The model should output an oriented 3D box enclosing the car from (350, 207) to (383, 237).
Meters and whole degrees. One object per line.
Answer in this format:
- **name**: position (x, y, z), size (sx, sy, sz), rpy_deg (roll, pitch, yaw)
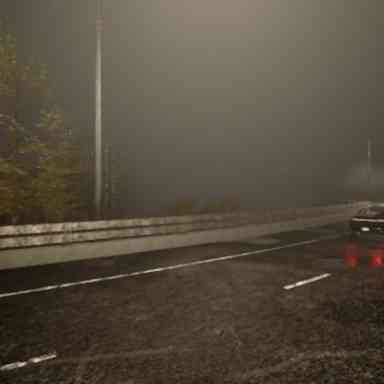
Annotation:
- **car**: position (9.828, 1.525, 17.268), size (2.128, 1.511, 4.902), rpy_deg (0, 0, 45)
